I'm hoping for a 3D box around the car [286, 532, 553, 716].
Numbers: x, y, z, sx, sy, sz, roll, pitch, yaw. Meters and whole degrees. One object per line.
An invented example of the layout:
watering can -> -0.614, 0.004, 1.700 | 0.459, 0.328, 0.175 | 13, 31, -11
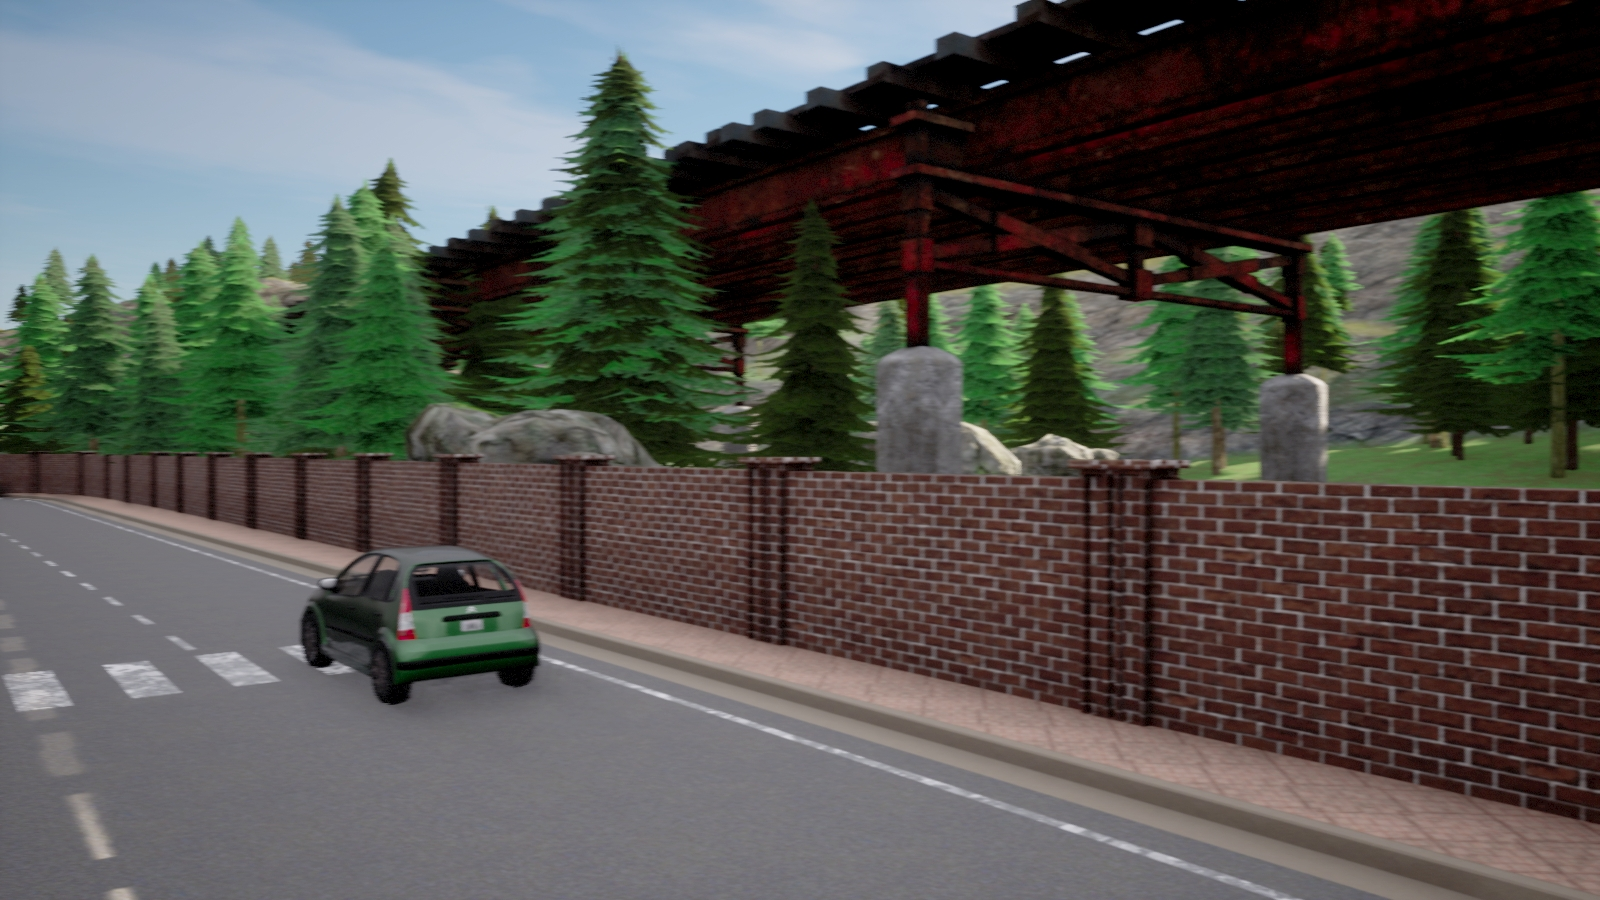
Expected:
car -> -4.816, 1.978, 14.124 | 1.851, 1.617, 3.988 | 0, 0, -39
